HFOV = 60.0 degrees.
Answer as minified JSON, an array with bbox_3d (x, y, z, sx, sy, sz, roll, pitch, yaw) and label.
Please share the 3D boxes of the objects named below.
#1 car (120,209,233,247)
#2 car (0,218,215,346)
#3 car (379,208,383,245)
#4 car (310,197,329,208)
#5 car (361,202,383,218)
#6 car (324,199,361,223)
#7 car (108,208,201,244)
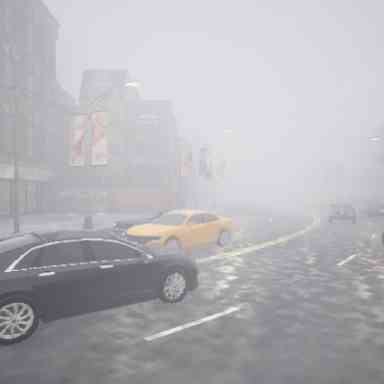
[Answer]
[{"bbox_3d":[-0.314,1.467,13.122,1.882,1.535,5.008,1,0,41],"label":"car"},{"bbox_3d":[-2.059,1.497,6.424,4.892,1.490,1.837,0,0,-38],"label":"car"},{"bbox_3d":[9.483,1.520,14.456,1.812,1.442,4.674,0,0,34],"label":"car"},{"bbox_3d":[18.413,1.451,47.348,1.882,1.535,5.008,0,0,2],"label":"car"},{"bbox_3d":[16.367,1.550,29.750,1.994,1.385,4.181,0,0,16],"label":"car"},{"bbox_3d":[11.396,1.534,25.491,2.033,1.411,5.357,0,0,22],"label":"car"},{"bbox_3d":[-1.728,1.586,16.752,1.895,1.301,4.718,0,0,38],"label":"car"}]
